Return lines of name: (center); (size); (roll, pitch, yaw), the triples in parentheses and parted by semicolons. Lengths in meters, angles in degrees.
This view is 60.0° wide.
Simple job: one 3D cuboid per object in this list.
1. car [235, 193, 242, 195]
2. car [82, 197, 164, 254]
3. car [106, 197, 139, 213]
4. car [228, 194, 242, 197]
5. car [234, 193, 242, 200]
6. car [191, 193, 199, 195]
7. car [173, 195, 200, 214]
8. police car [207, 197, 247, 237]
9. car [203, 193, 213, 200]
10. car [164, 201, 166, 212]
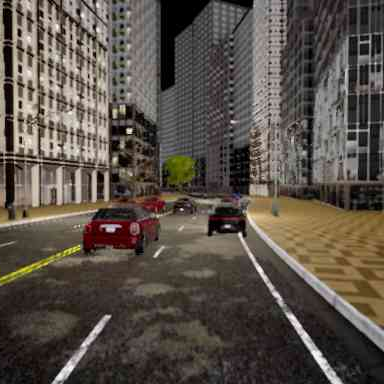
car: (6.219, 1.165, 51.183); (1.882, 1.535, 5.008); (0, 0, 12)
car: (-2.576, 1.263, 13.177); (2.097, 1.767, 4.553); (0, 0, 3)
car: (-7.025, 1.278, 34.067); (1.812, 1.442, 4.674); (0, 0, 9)
car: (3.670, 1.280, 32.888); (1.882, 1.535, 5.008); (0, 0, 9)
car: (10.228, 0.898, 74.121); (1.812, 1.442, 4.674); (0, 0, 7)
car: (0.592, 0.879, 74.858); (1.895, 1.301, 4.718); (0, 0, 8)
car: (-0.558, 1.296, 32.040); (1.837, 1.490, 4.892); (0, 0, 8)
police car: (1.815, 1.319, 17.505); (1.930, 1.638, 5.238); (0, 0, 5)
car: (3.638, 0.998, 73.064); (2.033, 1.411, 5.357); (0, 0, 8)
car: (-3.951, 1.252, 32.672); (1.882, 1.535, 5.008); (0, 0, 9)
